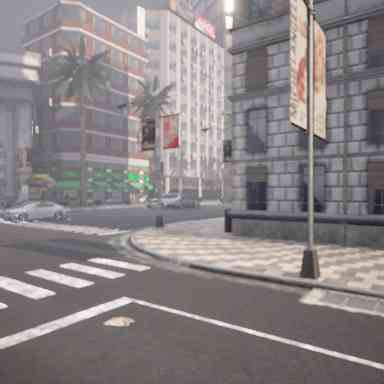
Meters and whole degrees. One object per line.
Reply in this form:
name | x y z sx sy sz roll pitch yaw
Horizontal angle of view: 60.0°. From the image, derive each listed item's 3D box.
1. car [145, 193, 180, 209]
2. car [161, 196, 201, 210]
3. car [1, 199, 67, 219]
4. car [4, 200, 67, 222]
car | -3.661 1.195 44.029 2.150 2.045 5.566 0 0 37
car | -1.005 1.524 41.807 2.033 1.411 5.357 0 0 36
car | -14.049 1.465 29.832 2.128 1.511 4.902 0 0 36
car | -12.256 1.501 26.350 1.812 1.442 4.674 0 0 36
